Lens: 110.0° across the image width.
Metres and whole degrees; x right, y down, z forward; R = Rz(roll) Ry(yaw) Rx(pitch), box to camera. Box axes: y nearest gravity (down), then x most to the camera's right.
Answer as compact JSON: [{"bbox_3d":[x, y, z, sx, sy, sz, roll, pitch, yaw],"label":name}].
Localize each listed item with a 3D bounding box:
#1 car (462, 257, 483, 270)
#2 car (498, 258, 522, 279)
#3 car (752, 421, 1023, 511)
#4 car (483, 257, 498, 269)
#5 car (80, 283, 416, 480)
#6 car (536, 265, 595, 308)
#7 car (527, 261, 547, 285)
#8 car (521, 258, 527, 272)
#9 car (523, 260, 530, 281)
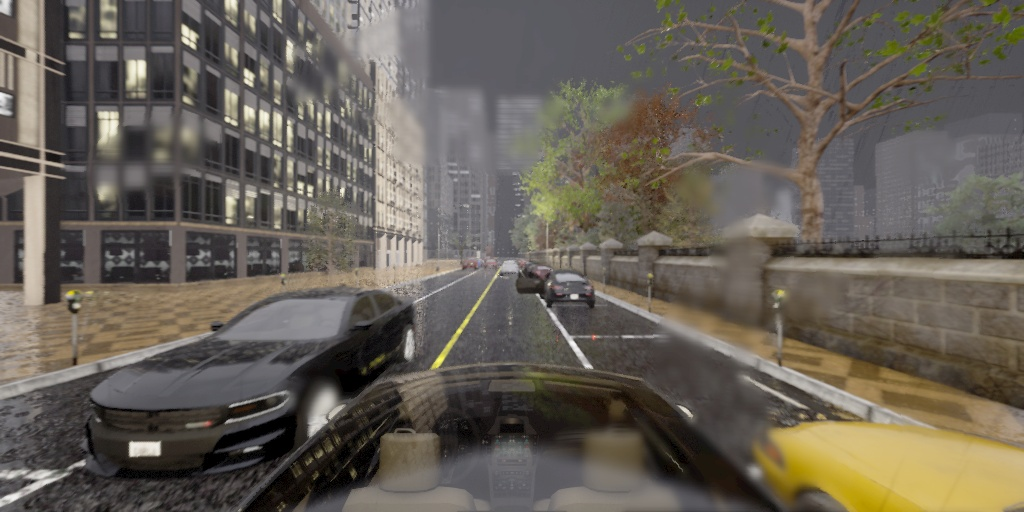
[{"bbox_3d":[-5.789,0.997,50.372,2.192,1.841,5.009,0,0,0],"label":"car"},{"bbox_3d":[-0.179,1.228,36.326,1.812,1.442,4.674,0,0,0],"label":"car"},{"bbox_3d":[2.567,1.276,0.567,1.751,1.417,4.829,0,0,0],"label":"car"},{"bbox_3d":[-3.108,1.202,53.358,1.812,1.442,4.674,0,0,0],"label":"car"},{"bbox_3d":[-2.857,1.224,5.284,1.882,1.535,5.008,0,0,0],"label":"car"},{"bbox_3d":[2.188,1.259,14.956,1.812,1.442,4.674,0,0,0],"label":"car"},{"bbox_3d":[2.421,1.296,28.140,1.802,1.307,4.207,0,0,0],"label":"car"},{"bbox_3d":[2.283,1.254,44.789,1.948,1.339,4.313,0,0,0],"label":"car"},{"bbox_3d":[2.375,1.271,33.689,1.948,1.339,4.313,0,0,0],"label":"car"}]
